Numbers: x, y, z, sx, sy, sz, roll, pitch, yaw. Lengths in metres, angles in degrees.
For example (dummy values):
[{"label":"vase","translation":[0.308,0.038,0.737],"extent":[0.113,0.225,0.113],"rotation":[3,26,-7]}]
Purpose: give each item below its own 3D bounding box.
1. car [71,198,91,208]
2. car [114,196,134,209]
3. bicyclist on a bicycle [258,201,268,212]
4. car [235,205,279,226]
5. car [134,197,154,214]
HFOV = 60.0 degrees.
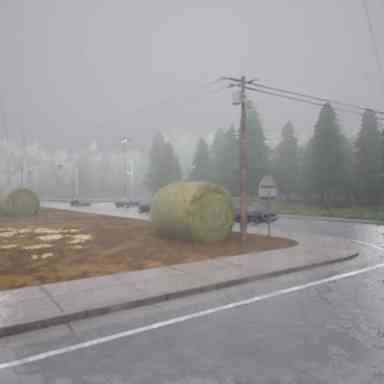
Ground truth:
[{"label":"car","translation":[-16.705,1.590,50.004],"extent":[1.994,1.385,4.181],"rotation":[0,0,-38]},{"label":"car","translation":[-8.967,1.376,45.887],"extent":[2.097,1.767,4.553],"rotation":[0,0,-38]},{"label":"bicyclist on a bicycle","translation":[6.879,1.324,32.056],"extent":[1.656,1.620,0.582],"rotation":[0,0,-38]},{"label":"car","translation":[3.856,1.628,23.810],"extent":[1.895,1.301,4.718],"rotation":[0,0,-38]},{"label":"car","translation":[-3.471,1.379,33.093],"extent":[2.097,1.767,4.553],"rotation":[0,0,-38]}]
